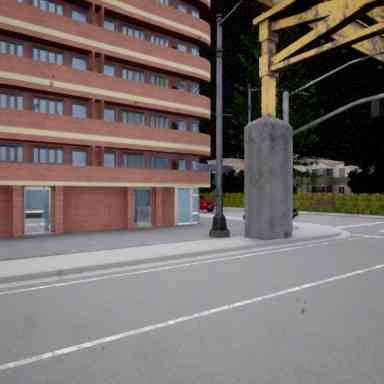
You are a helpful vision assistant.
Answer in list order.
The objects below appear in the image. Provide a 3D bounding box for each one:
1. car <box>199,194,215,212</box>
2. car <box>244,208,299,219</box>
[{"bbox_3d":[0.260,1.219,37.679,2.150,2.045,5.566,0,0,-35],"label":"car"},{"bbox_3d":[6.762,1.601,28.508,1.895,1.301,4.718,0,0,-35],"label":"car"}]
